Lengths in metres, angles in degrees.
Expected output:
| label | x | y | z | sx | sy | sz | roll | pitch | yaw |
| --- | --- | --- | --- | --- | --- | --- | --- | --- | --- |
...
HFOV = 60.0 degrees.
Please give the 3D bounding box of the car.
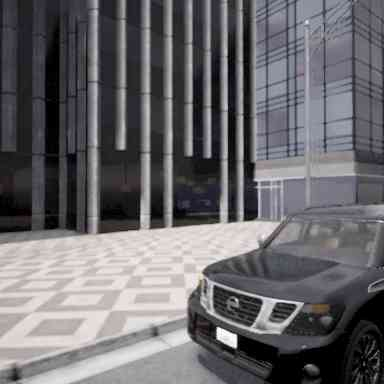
| label | x | y | z | sx | sy | sz | roll | pitch | yaw |
| --- | --- | --- | --- | --- | --- | --- | --- | --- | --- |
| car | 2.551 | 1.258 | 5.403 | 5.566 | 2.045 | 2.150 | 0 | -1 | -38 |
